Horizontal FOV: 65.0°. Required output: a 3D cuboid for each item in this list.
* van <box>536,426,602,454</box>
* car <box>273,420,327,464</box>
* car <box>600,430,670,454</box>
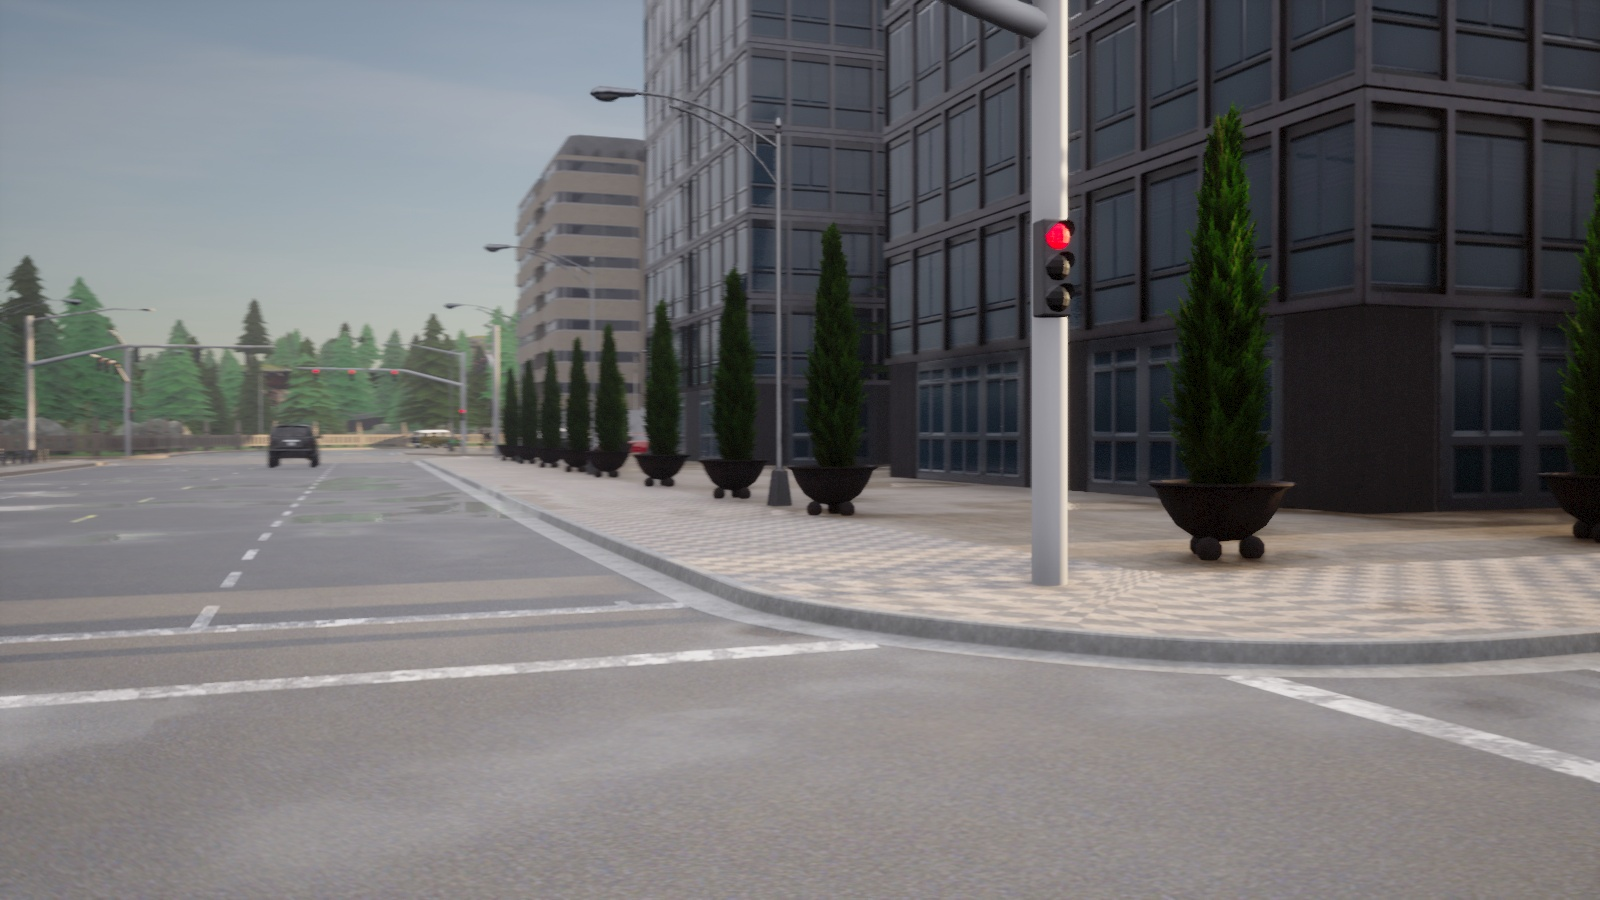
[{"bbox_3d":[-16.968,-0.727,92.301,4.480,2.038,2.069,0,1,-19],"label":"van"},{"bbox_3d":[-24.174,-0.399,60.891,2.150,2.045,5.566,0,1,-19],"label":"car"},{"bbox_3d":[-11.885,-0.558,90.357,4.611,1.667,2.242,0,1,-19],"label":"car"}]
